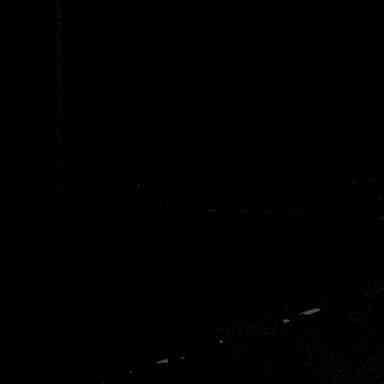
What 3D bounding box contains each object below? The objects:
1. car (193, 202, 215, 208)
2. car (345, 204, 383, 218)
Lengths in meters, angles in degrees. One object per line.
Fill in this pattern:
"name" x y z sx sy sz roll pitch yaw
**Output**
"car" 2.023 2.362 58.165 1.895 1.301 4.718 -1 1 -35
"car" 18.463 1.935 35.138 1.994 1.385 4.181 -1 0 -36
